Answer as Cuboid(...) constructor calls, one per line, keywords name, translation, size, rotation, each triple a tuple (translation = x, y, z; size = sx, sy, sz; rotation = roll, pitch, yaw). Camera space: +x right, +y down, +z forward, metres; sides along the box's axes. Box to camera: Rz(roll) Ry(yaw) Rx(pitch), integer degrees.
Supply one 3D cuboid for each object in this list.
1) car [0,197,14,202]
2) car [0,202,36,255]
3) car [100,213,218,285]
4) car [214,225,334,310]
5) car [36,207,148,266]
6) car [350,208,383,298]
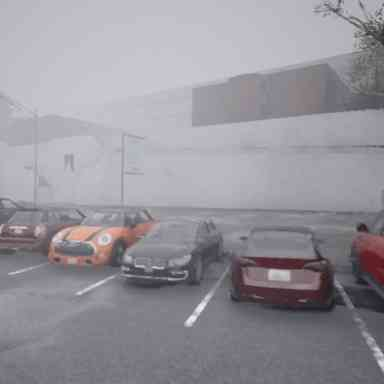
Cuboid(name="car", translation=(-10.099, 1.261, 16.695), size=(2.435, 2.045, 5.566), rotation=(0, -1, 15))
Cuboid(name="car", translation=(-5.221, 1.369, 13.155), size=(2.185, 1.767, 4.553), rotation=(0, -1, 15))
Cuboid(name="car", translation=(-0.314, 1.490, 9.709), size=(2.231, 1.521, 4.892), rotation=(1, -1, 15))
Cuboid(name="car", translation=(2.128, 1.517, 7.994), size=(2.163, 1.488, 4.792), rotation=(0, -1, 15))
Cuboid(name="car", translation=(-2.752, 1.365, 11.475), size=(2.185, 1.767, 4.553), rotation=(0, -1, 15))
Cuboid(name="car", translation=(4.577, 1.237, 6.254), size=(2.435, 2.045, 5.566), rotation=(0, -1, 15))
